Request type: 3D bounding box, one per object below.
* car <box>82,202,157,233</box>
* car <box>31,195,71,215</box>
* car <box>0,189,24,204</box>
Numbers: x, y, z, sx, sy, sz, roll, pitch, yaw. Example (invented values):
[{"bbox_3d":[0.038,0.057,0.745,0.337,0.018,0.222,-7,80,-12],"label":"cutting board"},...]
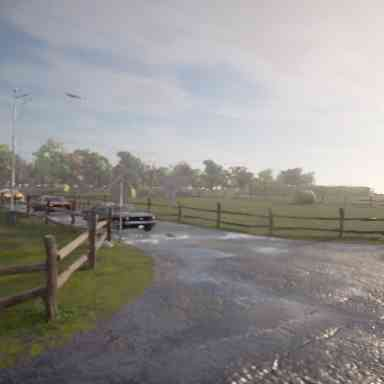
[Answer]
[{"bbox_3d":[-3.774,1.226,16.953,1.895,1.301,4.718,2,0,-42],"label":"car"},{"bbox_3d":[-10.320,0.948,24.605,1.895,1.301,4.718,2,0,-40],"label":"car"},{"bbox_3d":[-19.159,0.451,35.026,1.882,1.535,5.008,2,0,-40],"label":"car"}]
